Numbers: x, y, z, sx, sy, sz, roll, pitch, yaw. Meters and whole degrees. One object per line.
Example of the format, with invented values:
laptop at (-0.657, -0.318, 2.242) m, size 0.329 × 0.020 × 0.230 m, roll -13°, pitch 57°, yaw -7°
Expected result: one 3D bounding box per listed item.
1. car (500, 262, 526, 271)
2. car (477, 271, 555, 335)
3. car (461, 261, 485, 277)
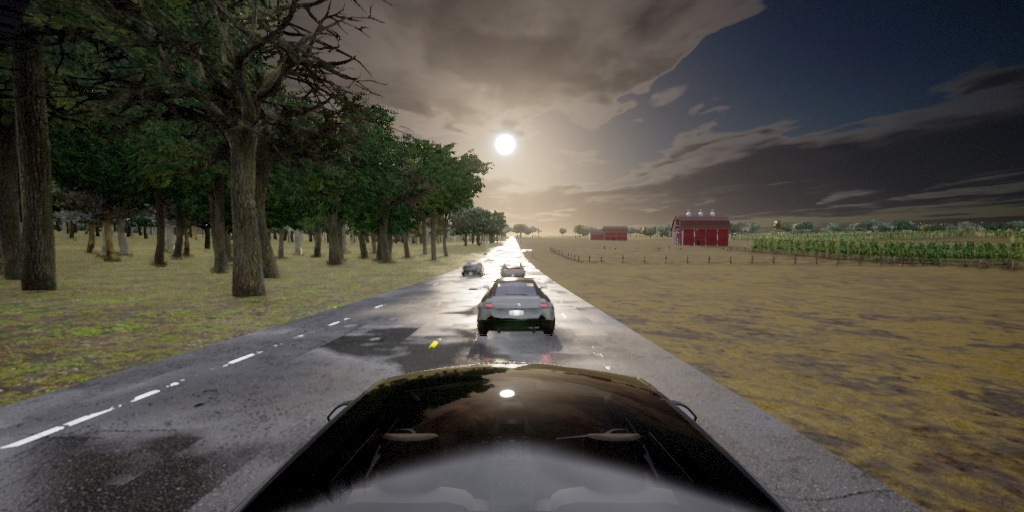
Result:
car at (0.066, 1.179, 28.176) m, size 2.128 × 1.511 × 4.902 m, roll 0°, pitch 1°, yaw 0°
car at (0.091, 1.315, 10.517) m, size 1.994 × 1.385 × 4.181 m, roll 0°, pitch 0°, yaw 0°
car at (-3.641, 1.161, 34.208) m, size 2.033 × 1.411 × 5.357 m, roll 0°, pitch 1°, yaw 0°
